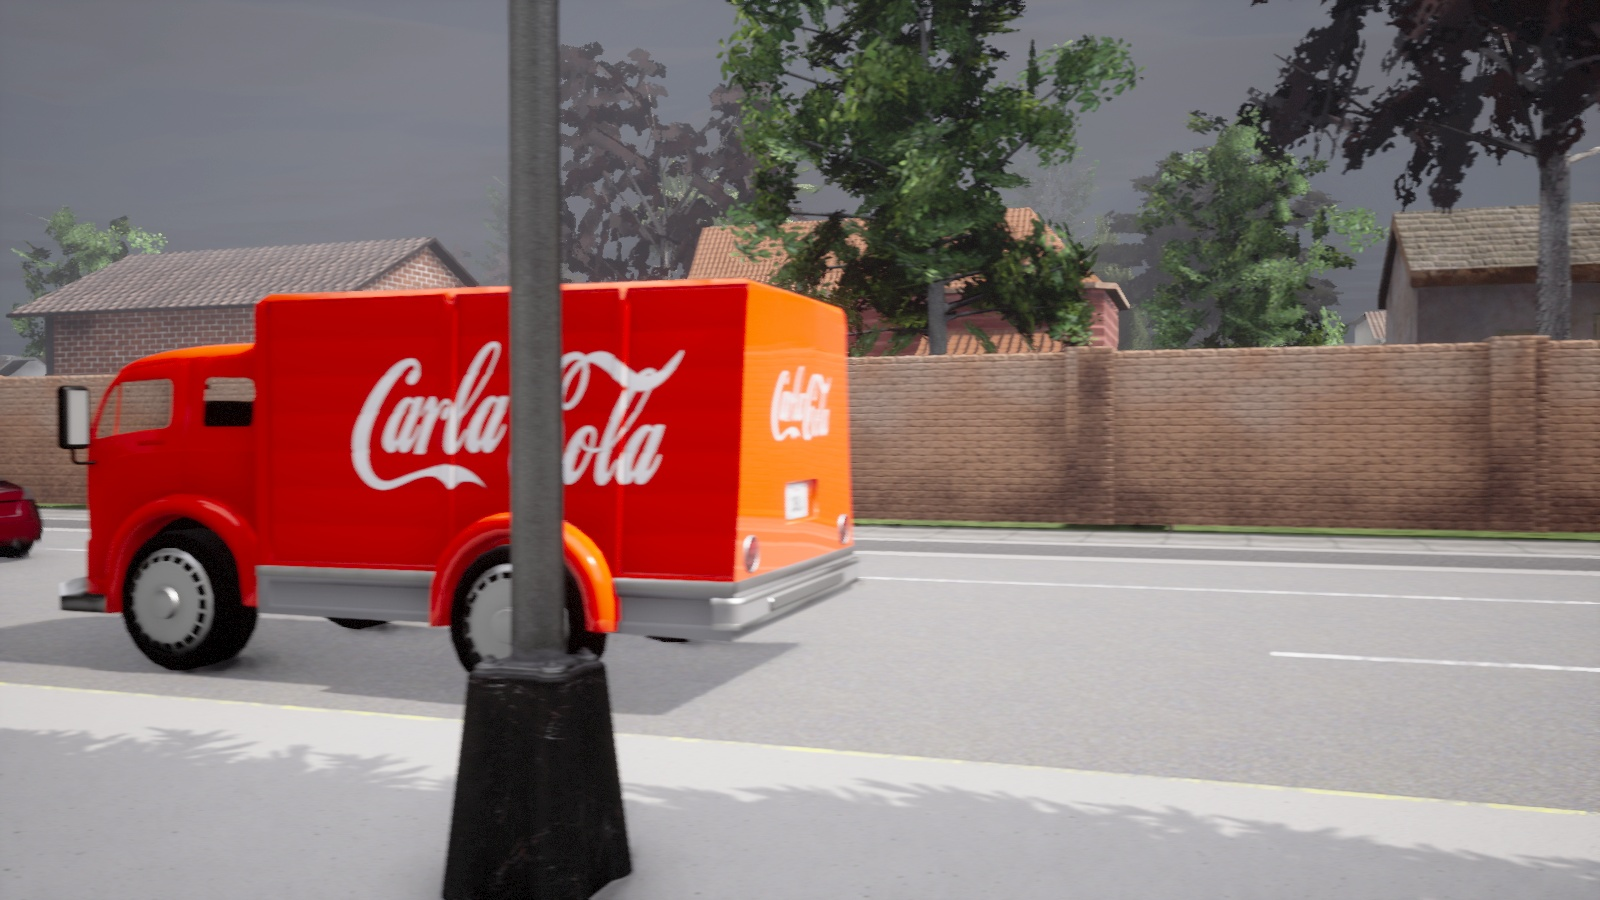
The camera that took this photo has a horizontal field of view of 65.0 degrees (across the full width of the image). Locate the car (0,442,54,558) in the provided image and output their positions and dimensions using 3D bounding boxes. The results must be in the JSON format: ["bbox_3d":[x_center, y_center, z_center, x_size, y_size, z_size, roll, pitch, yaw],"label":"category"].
[{"bbox_3d":[-11.725,0.597,15.579,4.181,1.385,1.994,1,1,19],"label":"car"}]

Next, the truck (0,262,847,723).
[{"bbox_3d":[-2.548,0.189,8.791,5.204,2.467,2.627,1,1,19],"label":"truck"}]
